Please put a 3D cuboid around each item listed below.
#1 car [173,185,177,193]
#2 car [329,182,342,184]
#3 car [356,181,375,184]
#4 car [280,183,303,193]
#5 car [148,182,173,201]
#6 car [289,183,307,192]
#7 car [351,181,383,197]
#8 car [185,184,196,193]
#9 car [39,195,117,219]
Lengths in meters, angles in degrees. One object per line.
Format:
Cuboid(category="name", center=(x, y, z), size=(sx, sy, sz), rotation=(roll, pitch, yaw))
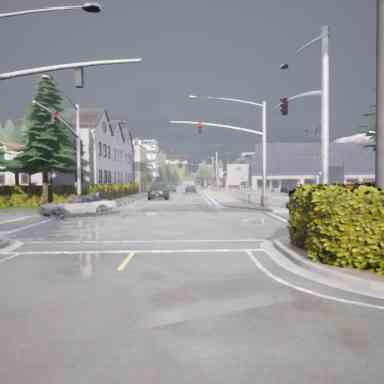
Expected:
Cuboid(category="car", center=(-3.776, -0.594, 60.206), size=(1.837, 1.490, 4.892), rotation=(-1, 1, 0))
Cuboid(category="car", center=(25.242, -1.043, 59.531), size=(2.152, 1.636, 5.027), rotation=(-1, 2, -1))
Cuboid(category="car", center=(18.979, -0.180, 34.253), size=(1.905, 1.878, 3.866), rotation=(-1, 2, -1))
Cuboid(category="car", center=(15.212, -0.535, 52.107), size=(2.007, 1.523, 4.514), rotation=(-1, 2, -1))
Cuboid(category="car", center=(-3.762, -0.131, 38.274), size=(2.150, 2.045, 5.566), rotation=(-1, 3, 0))
Cuboid(category="car", center=(18.828, -0.883, 59.172), size=(1.970, 1.475, 3.806), rotation=(-1, 2, -1))
Cuboid(category="car", center=(22.215, -0.467, 42.137), size=(1.932, 1.855, 4.605), rotation=(-1, 2, -1))
Cuboid(category="car", center=(-0.234, -0.596, 58.710), size=(2.128, 1.511, 4.902), rotation=(-1, 2, 0))
Cuboid(category="car", center=(-7.571, 0.937, 22.053), size=(4.718, 1.301, 1.895), rotation=(-4, 3, -30))
